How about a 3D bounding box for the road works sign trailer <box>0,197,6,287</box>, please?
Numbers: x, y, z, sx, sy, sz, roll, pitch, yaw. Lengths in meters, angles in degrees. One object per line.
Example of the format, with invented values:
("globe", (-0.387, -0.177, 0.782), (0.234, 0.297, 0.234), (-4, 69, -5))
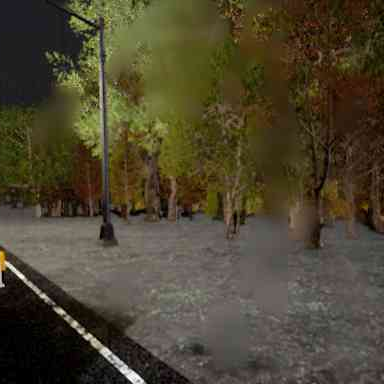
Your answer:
("road works sign trailer", (-6.514, 0.650, 8.904), (2.380, 3.560, 2.880), (-2, 1, -38))
